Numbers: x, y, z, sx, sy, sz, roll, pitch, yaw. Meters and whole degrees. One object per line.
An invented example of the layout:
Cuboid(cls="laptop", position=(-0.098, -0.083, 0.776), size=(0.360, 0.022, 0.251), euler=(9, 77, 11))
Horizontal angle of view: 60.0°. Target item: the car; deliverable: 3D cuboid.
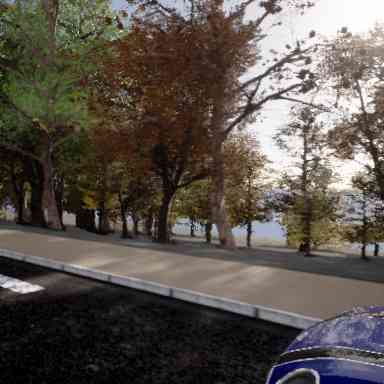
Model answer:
Cuboid(cls="car", position=(2.654, 1.360, 1.792), size=(4.553, 1.767, 2.097), euler=(0, 0, 36))
